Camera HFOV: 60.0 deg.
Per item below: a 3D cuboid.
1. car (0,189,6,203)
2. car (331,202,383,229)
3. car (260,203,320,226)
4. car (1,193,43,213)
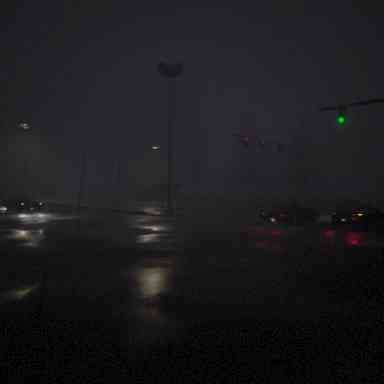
[{"bbox_3d":[-22.361,0.493,37.096,2.150,2.045,5.566,0,1,-44],"label":"car"},{"bbox_3d":[9.922,1.323,19.848,1.812,1.442,4.674,1,1,45],"label":"car"},{"bbox_3d":[6.382,1.347,21.253,1.895,1.301,4.718,1,1,45],"label":"car"},{"bbox_3d":[-15.022,1.044,29.592,1.895,1.301,4.718,0,1,-45],"label":"car"}]
